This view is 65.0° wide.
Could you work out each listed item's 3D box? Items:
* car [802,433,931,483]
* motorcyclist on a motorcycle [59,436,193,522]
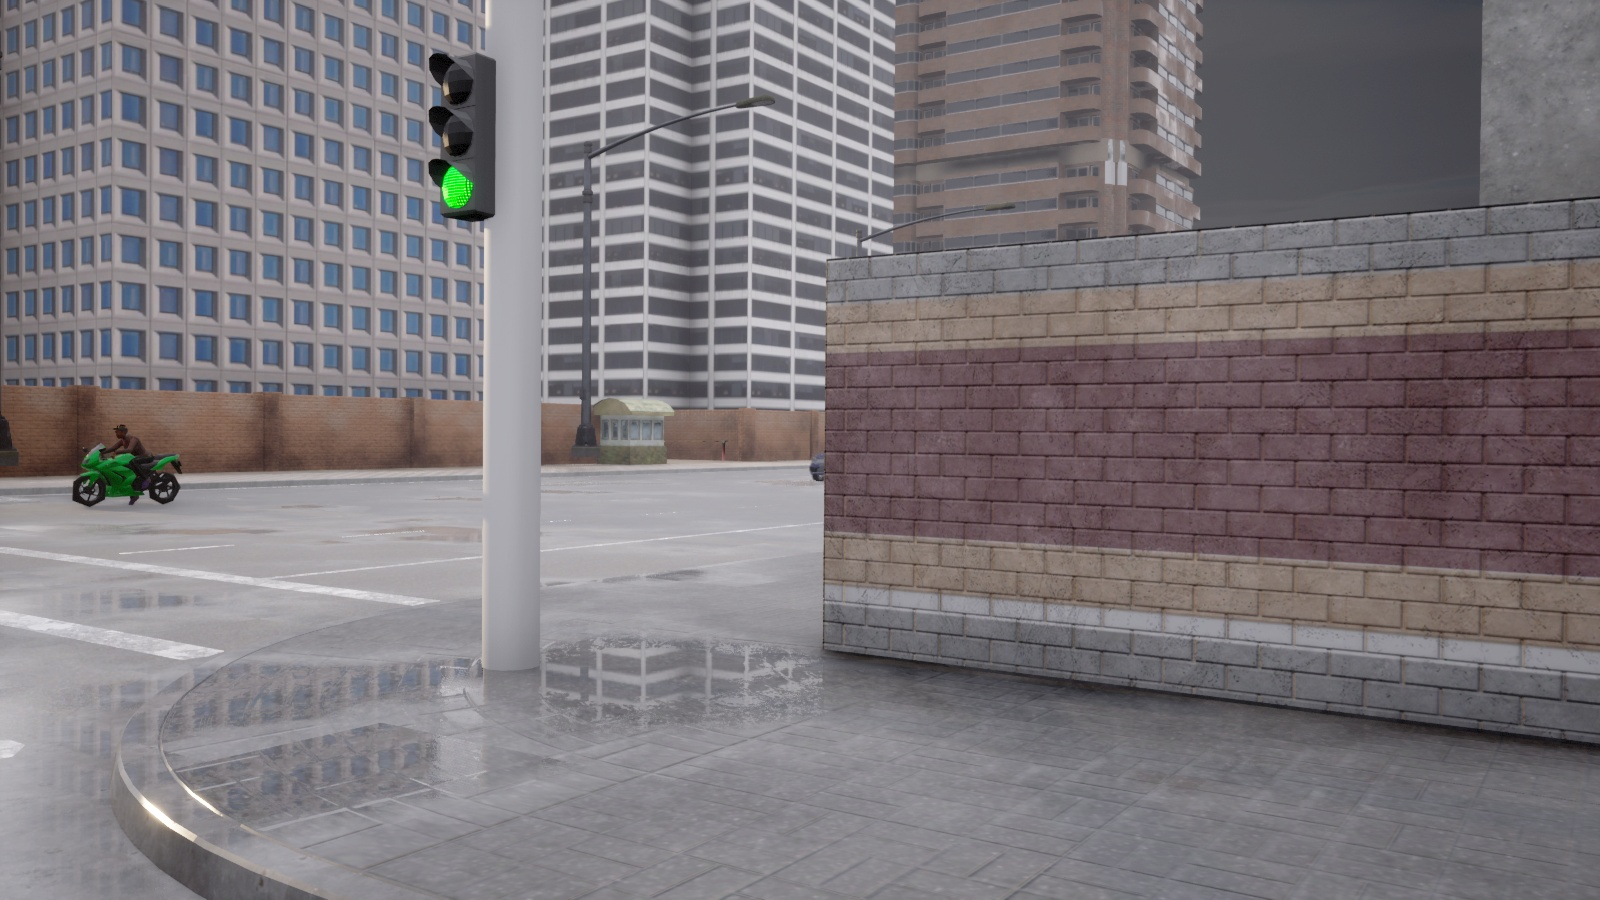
[{"bbox_3d":[2.118,0.208,38.800,1.812,1.442,4.674,0,1,34],"label":"car"},{"bbox_3d":[-12.533,0.507,23.413,0.797,1.523,2.044,0,1,34],"label":"motorcyclist on a motorcycle"}]
